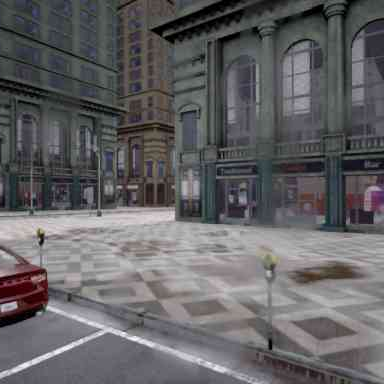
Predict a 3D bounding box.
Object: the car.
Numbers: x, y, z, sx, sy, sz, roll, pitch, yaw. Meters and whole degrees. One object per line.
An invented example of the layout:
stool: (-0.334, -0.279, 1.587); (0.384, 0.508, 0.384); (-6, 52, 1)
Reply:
car: (-4.495, 1.551, 6.171); (4.507, 1.381, 1.887); (0, 0, 35)
